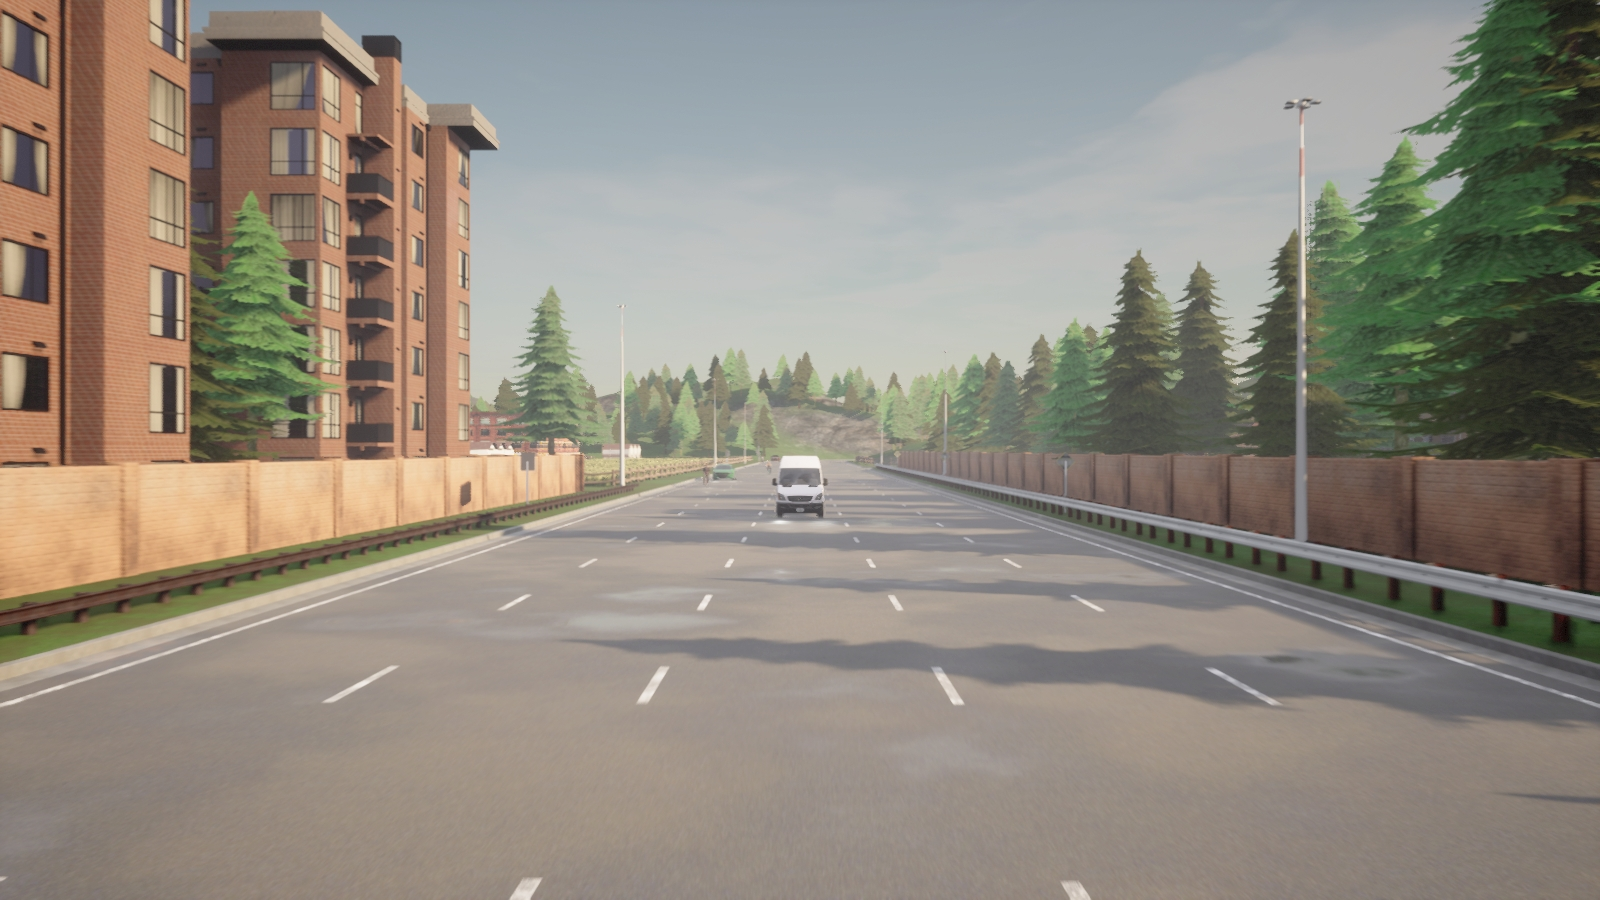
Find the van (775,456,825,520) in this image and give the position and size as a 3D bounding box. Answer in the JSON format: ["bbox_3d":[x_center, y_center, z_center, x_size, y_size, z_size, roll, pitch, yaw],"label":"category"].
[{"bbox_3d":[0.008,1.534,48.921,1.988,2.561,5.915,0,0,0],"label":"van"}]
